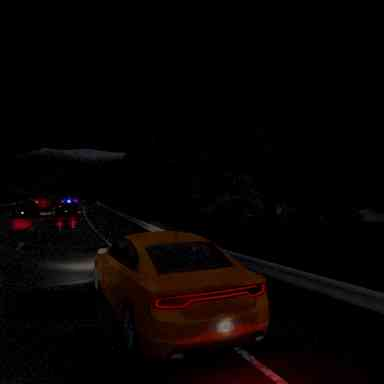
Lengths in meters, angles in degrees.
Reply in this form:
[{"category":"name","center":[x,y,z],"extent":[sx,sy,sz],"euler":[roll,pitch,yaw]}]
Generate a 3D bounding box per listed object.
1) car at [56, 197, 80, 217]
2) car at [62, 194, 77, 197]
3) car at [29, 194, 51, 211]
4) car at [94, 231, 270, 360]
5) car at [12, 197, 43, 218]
[{"category":"car","center":[-11.831,1.490,31.556],"extent":[2.128,1.511,4.902],"euler":[0,0,-19]},{"category":"car","center":[-15.228,1.220,41.467],"extent":[2.150,2.045,5.566],"euler":[0,0,-18]},{"category":"car","center":[-18.398,1.219,40.082],"extent":[2.150,2.045,5.566],"euler":[0,0,-19]},{"category":"car","center":[-0.621,1.478,6.291],"extent":[1.882,1.535,5.008],"euler":[0,0,-24]},{"category":"car","center":[-15.010,1.503,30.175],"extent":[1.837,1.490,4.892],"euler":[0,0,-19]}]
